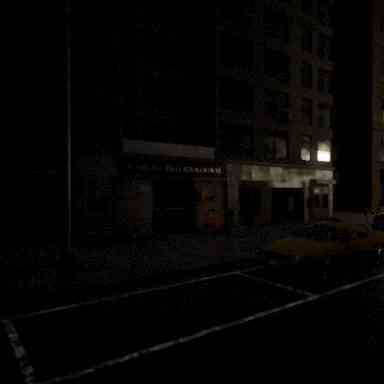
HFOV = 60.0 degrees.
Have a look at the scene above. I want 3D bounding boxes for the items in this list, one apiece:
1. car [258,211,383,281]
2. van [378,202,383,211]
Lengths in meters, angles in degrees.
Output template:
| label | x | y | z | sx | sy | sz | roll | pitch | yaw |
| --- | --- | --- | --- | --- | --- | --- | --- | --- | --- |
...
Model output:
| label | x | y | z | sx | sy | sz | roll | pitch | yaw |
| --- | --- | --- | --- | --- | --- | --- | --- | --- | --- |
| car | 3.980 | 1.435 | 9.578 | 4.829 | 1.417 | 1.752 | -1 | 1 | -35 |
| van | 8.586 | 1.196 | 12.852 | 3.998 | 1.788 | 1.690 | -1 | 1 | -35 |
